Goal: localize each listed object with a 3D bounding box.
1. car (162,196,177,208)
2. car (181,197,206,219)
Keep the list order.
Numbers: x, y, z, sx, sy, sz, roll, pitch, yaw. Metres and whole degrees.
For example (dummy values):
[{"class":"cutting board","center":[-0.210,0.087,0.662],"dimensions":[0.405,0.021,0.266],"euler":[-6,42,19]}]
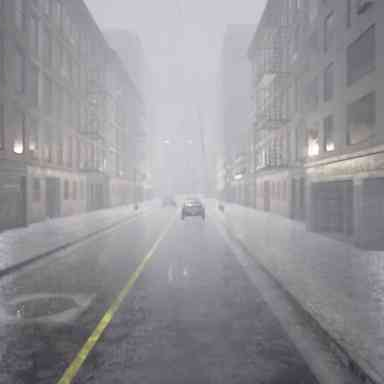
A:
[{"class":"car","center":[-3.066,1.376,45.764],"dimensions":[1.837,1.490,4.892],"euler":[0,0,0]},{"class":"car","center":[0.098,1.403,27.544],"dimensions":[2.128,1.511,4.902],"euler":[0,0,0]}]
